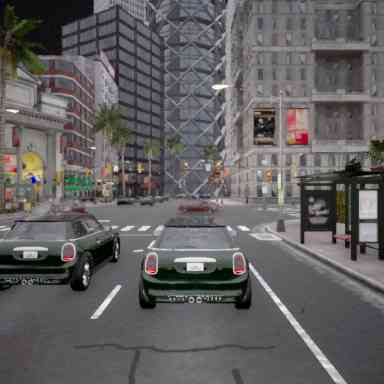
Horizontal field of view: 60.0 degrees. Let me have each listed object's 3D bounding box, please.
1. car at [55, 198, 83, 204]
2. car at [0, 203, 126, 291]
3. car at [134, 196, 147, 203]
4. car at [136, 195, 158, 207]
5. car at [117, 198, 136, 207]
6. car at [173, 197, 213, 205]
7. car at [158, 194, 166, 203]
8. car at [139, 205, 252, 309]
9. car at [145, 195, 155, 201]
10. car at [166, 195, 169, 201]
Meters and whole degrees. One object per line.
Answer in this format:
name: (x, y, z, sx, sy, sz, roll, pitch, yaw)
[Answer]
car: (-10.563, 1.352, 28.127, 2.097, 1.767, 4.553, 0, 0, 0)
car: (-3.417, 1.352, 9.187, 2.097, 1.767, 4.553, 0, 0, 0)
car: (-10.423, 1.562, 67.335, 1.994, 1.385, 4.181, 0, 0, 1)
car: (-7.024, 1.547, 52.530, 2.033, 1.411, 5.357, 0, 0, 0)
car: (-10.522, 1.601, 52.358, 1.895, 1.301, 4.718, 0, 0, 0)
car: (0.752, 1.525, 33.773, 4.674, 1.442, 1.812, 0, 1, 29)
car: (-6.915, 1.478, 68.224, 1.882, 1.535, 5.008, 0, 0, 0)
car: (0.075, 1.352, 8.040, 2.097, 1.767, 4.553, 0, 0, 0)
car: (-10.387, 1.500, 81.786, 1.837, 1.490, 4.892, 0, 0, 0)
car: (-6.867, 1.595, 82.673, 1.895, 1.301, 4.718, 0, 0, 0)
